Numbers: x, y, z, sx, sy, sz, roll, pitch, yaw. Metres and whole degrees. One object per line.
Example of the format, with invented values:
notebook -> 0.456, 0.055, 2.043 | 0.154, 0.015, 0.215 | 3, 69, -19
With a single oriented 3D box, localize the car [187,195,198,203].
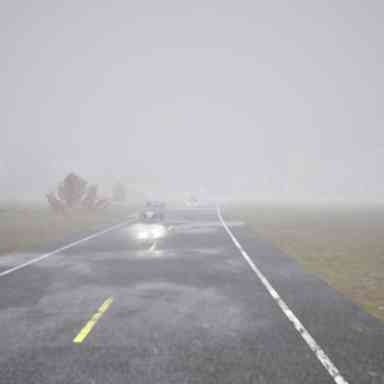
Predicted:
car -> 0.232, 1.419, 67.224 | 1.837, 1.490, 4.892 | 0, 0, 6

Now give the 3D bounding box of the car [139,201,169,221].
car -> -2.956, 1.457, 26.612 | 2.128, 1.511, 4.902 | 0, 0, 3
